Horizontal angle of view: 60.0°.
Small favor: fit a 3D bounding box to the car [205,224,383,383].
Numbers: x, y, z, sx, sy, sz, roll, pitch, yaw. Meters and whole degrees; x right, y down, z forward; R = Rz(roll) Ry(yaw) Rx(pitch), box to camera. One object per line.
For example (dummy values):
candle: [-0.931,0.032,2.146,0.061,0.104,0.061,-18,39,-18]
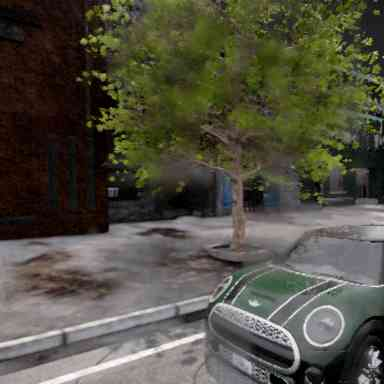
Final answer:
car: [2.395,1.350,5.085,4.553,1.767,2.097,0,0,-35]
